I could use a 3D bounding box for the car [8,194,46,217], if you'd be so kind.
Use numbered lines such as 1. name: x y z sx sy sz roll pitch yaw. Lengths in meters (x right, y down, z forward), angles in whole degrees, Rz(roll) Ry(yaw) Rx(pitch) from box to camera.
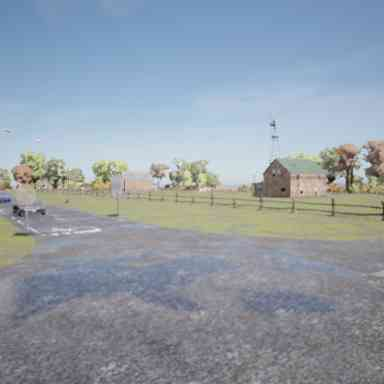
1. car: -12.822 1.069 26.028 1.812 1.442 4.674 -1 2 -35

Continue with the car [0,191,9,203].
1. car: -24.362 0.693 42.487 1.882 1.535 5.008 -1 2 -35
